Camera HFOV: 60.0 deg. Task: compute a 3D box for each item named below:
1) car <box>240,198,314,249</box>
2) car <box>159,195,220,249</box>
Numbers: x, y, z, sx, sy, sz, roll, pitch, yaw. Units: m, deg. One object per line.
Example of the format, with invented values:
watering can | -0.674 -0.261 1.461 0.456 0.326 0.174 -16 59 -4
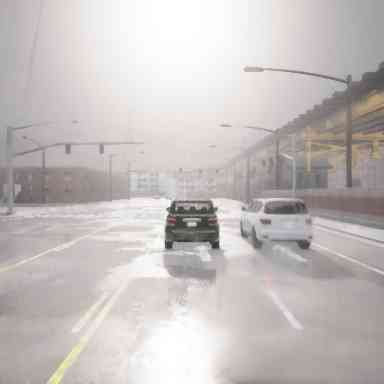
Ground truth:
car | 3.500 1.255 14.680 2.150 2.045 5.566 0 0 0
car | 0.000 1.255 14.680 2.150 2.045 5.566 0 0 0
